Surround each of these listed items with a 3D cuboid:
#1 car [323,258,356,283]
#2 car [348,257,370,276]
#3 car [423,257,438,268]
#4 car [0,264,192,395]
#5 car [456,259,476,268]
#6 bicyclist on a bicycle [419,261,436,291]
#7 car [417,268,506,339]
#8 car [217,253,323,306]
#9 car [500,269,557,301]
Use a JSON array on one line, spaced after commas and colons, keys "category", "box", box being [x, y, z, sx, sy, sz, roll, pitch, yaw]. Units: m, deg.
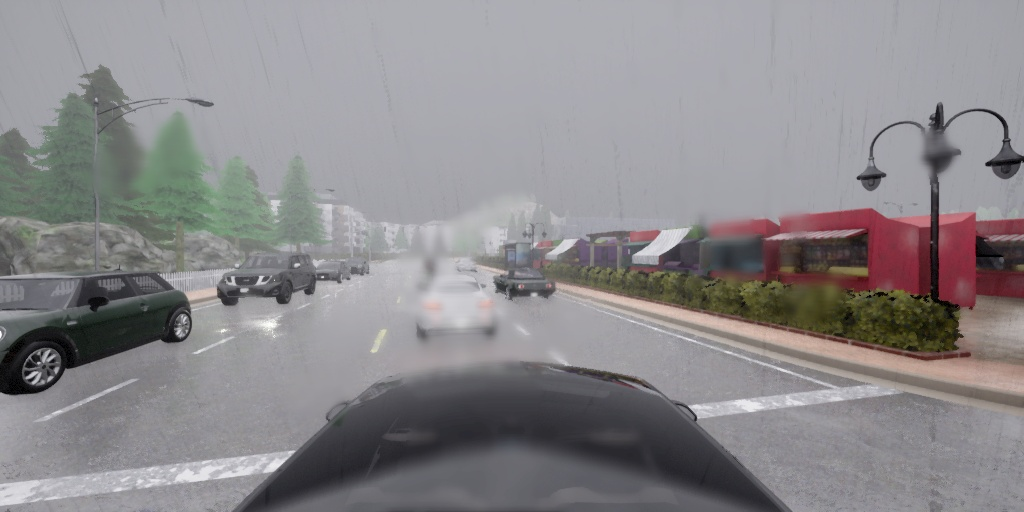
[{"category": "car", "box": [-12.704, 1.088, 25.338, 1.837, 1.490, 4.892, 0, 0, -14]}, {"category": "car", "box": [-14.632, 0.877, 33.311, 2.097, 1.767, 4.553, 0, 0, -13]}, {"category": "car", "box": [-11.532, 0.901, 50.815, 1.837, 1.490, 4.892, 0, 0, -13]}, {"category": "car", "box": [-8.096, 1.076, 6.311, 2.097, 1.767, 4.553, 0, 0, -13]}, {"category": "car", "box": [-4.973, 1.011, 38.839, 1.812, 1.442, 4.674, 0, 0, -13]}, {"category": "bicyclist on a bicycle", "box": [-4.568, 1.079, 19.707, 0.582, 1.620, 1.656, 0, 1, 24]}, {"category": "car", "box": [-1.602, 1.224, 9.896, 1.812, 1.442, 4.674, 0, 0, -13]}, {"category": "car", "box": [-10.366, 0.876, 15.728, 2.150, 2.045, 5.566, 0, 0, -14]}, {"category": "car", "box": [0.409, 1.250, 16.706, 1.895, 1.301, 4.718, 0, 0, -14]}]
